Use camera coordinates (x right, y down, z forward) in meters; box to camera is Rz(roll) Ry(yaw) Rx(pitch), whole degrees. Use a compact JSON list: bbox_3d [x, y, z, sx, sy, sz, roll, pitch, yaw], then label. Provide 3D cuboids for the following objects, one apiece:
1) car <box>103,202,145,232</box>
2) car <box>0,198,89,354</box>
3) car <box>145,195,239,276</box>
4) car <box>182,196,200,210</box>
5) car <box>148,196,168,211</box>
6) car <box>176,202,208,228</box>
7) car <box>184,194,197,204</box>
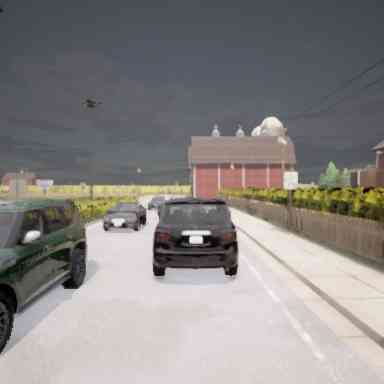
[{"bbox_3d":[-3.695,1.334,19.006,2.128,1.511,4.902,0,0,0],"label":"car"},{"bbox_3d":[-3.627,1.172,6.091,2.150,2.045,5.566,0,0,0],"label":"car"},{"bbox_3d":[0.067,1.137,10.170,2.150,2.045,5.566,0,1,-1],"label":"car"},{"bbox_3d":[-0.117,1.249,37.936,1.994,1.385,4.181,0,0,0],"label":"car"},{"bbox_3d":[-3.704,1.221,37.125,1.837,1.490,4.892,0,0,0],"label":"car"},{"bbox_3d":[-0.014,1.422,21.538,1.895,1.301,4.718,0,0,0],"label":"car"},{"bbox_3d":[-0.205,1.122,53.369,1.994,1.385,4.181,0,0,0],"label":"car"}]
